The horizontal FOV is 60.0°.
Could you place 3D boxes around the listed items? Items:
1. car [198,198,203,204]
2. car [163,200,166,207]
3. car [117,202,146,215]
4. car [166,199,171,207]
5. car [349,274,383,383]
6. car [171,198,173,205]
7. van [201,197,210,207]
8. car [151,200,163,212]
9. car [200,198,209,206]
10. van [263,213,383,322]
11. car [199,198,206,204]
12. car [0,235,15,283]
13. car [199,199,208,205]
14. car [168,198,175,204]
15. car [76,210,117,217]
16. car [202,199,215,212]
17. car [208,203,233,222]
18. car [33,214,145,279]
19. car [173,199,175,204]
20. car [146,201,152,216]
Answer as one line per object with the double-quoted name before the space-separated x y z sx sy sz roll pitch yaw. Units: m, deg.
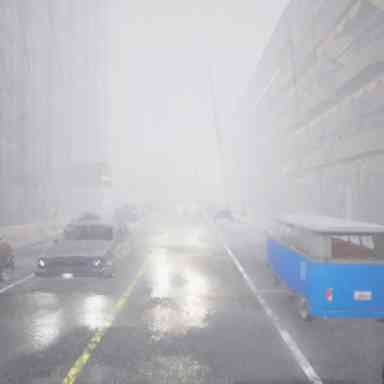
"car" 2.722 2.215 63.673 2.008 1.369 4.403 1 -1 0
"car" -5.662 2.117 52.400 1.947 1.339 4.313 1 -1 0
"car" -5.668 1.760 29.775 1.967 1.590 4.097 1 -1 0
"car" -5.658 2.210 63.712 1.887 1.381 4.507 1 -1 0
"car" 2.700 1.583 1.453 1.947 1.339 4.313 1 -1 0
"car" -5.656 2.273 69.368 2.008 1.369 4.403 1 -1 0
"van" 2.727 2.063 69.331 1.690 1.788 3.998 1 -1 0
"car" -5.662 1.934 46.745 1.967 1.590 4.097 1 -1 0
"car" 2.718 2.101 52.361 2.008 1.369 4.403 1 -1 0
"van" 2.705 1.420 7.113 1.690 1.788 3.998 1 -1 0
"car" 2.741 2.417 86.467 1.752 1.417 4.829 1 -1 0
"car" -5.677 1.520 7.150 1.967 1.590 4.097 1 -1 0
"car" 2.734 2.400 80.640 1.947 1.339 4.313 1 -1 0
"car" -5.648 2.470 91.823 1.752 1.417 4.829 1 -1 0
"car" -5.675 1.783 18.461 1.802 1.307 4.206 1 -1 0
"car" 2.716 2.075 46.704 1.802 1.307 4.206 1 -1 0
"car" 2.710 1.901 29.735 1.802 1.307 4.206 1 -1 0
"car" -2.997 1.665 10.673 2.033 1.411 5.357 0 -1 0
"car" -5.652 2.386 80.681 2.008 1.369 4.403 1 -1 0
"car" -5.669 1.961 35.429 1.802 1.307 4.206 1 -1 0
